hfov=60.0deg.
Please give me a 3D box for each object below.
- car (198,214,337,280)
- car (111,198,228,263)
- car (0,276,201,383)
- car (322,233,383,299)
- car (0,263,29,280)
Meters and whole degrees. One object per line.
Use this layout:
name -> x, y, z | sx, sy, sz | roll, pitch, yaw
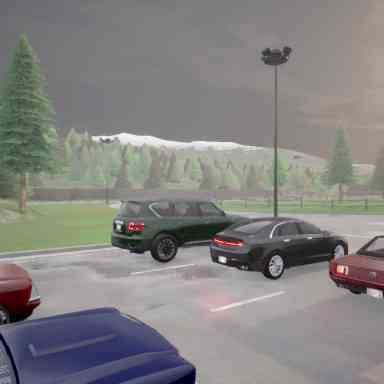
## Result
car -> 2.774, 1.505, 10.036 | 4.892, 1.490, 1.837 | 0, 0, -35
car -> -0.162, 1.221, 12.250 | 5.566, 2.045, 2.150 | 0, 0, -35
car -> -2.217, 1.601, 2.166 | 4.718, 1.301, 1.895 | 0, 0, -35
car -> 5.236, 1.601, 7.487 | 4.718, 1.301, 1.895 | 0, 0, -35
car -> -4.761, 1.601, 4.652 | 4.718, 1.301, 1.895 | 0, 0, -35
